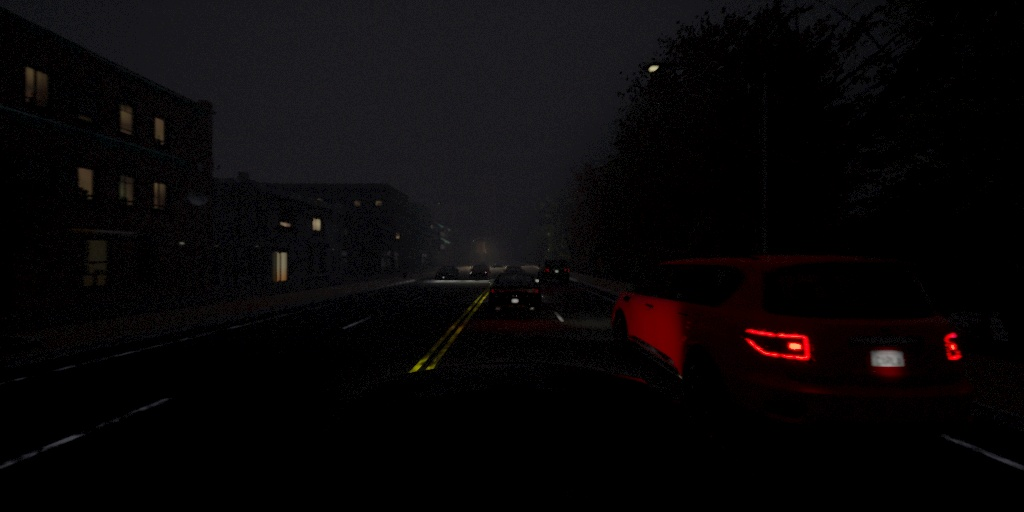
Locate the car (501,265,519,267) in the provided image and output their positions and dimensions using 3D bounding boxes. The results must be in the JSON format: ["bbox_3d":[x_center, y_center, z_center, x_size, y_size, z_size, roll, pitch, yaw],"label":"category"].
[{"bbox_3d":[0.153,1.615,31.827,1.812,1.442,4.674,0,-1,0],"label":"car"}]

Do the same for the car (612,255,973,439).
[{"bbox_3d":[3.313,1.022,5.824,2.150,2.045,5.566,0,-1,1],"label":"car"}]

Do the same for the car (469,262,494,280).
[{"bbox_3d":[-3.276,1.623,37.218,1.882,1.535,5.008,0,-1,0],"label":"car"}]

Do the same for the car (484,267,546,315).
[{"bbox_3d":[0.112,1.371,14.469,1.882,1.535,5.008,0,-1,0],"label":"car"}]

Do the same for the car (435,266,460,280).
[{"bbox_3d":[-6.529,1.685,36.913,2.033,1.411,5.357,0,-1,0],"label":"car"}]

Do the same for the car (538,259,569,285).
[{"bbox_3d":[3.398,1.293,29.863,2.150,2.045,5.566,0,-1,0],"label":"car"}]
